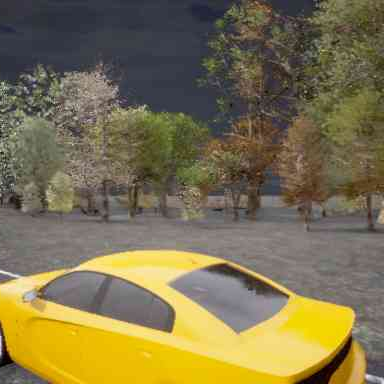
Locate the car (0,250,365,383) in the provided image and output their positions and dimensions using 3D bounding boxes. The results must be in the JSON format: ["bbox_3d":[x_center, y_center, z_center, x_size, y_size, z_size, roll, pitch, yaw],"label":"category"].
[{"bbox_3d":[-0.709,1.472,4.069,5.008,1.535,1.882,0,0,36],"label":"car"}]
